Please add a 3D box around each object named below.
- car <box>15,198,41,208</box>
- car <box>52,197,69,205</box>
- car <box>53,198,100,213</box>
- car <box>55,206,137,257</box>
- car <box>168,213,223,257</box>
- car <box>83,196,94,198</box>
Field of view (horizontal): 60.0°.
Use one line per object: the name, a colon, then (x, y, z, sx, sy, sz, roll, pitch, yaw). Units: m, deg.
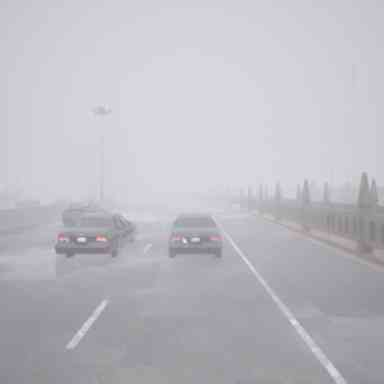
car: (-21.760, 1.446, 44.198, 1.895, 1.301, 4.718, 0, 0, -7)
car: (-18.869, 1.394, 48.472, 1.994, 1.385, 4.181, 0, 0, -9)
car: (-6.896, 1.414, 21.890, 2.128, 1.511, 4.902, 0, 0, 0)
car: (-3.399, 1.502, 12.747, 2.033, 1.411, 5.357, 0, 0, 0)
car: (0.103, 1.502, 12.697, 2.033, 1.411, 5.357, 0, 0, 0)
car: (-15.537, 1.316, 49.782, 2.128, 1.511, 4.902, 0, 0, -10)
